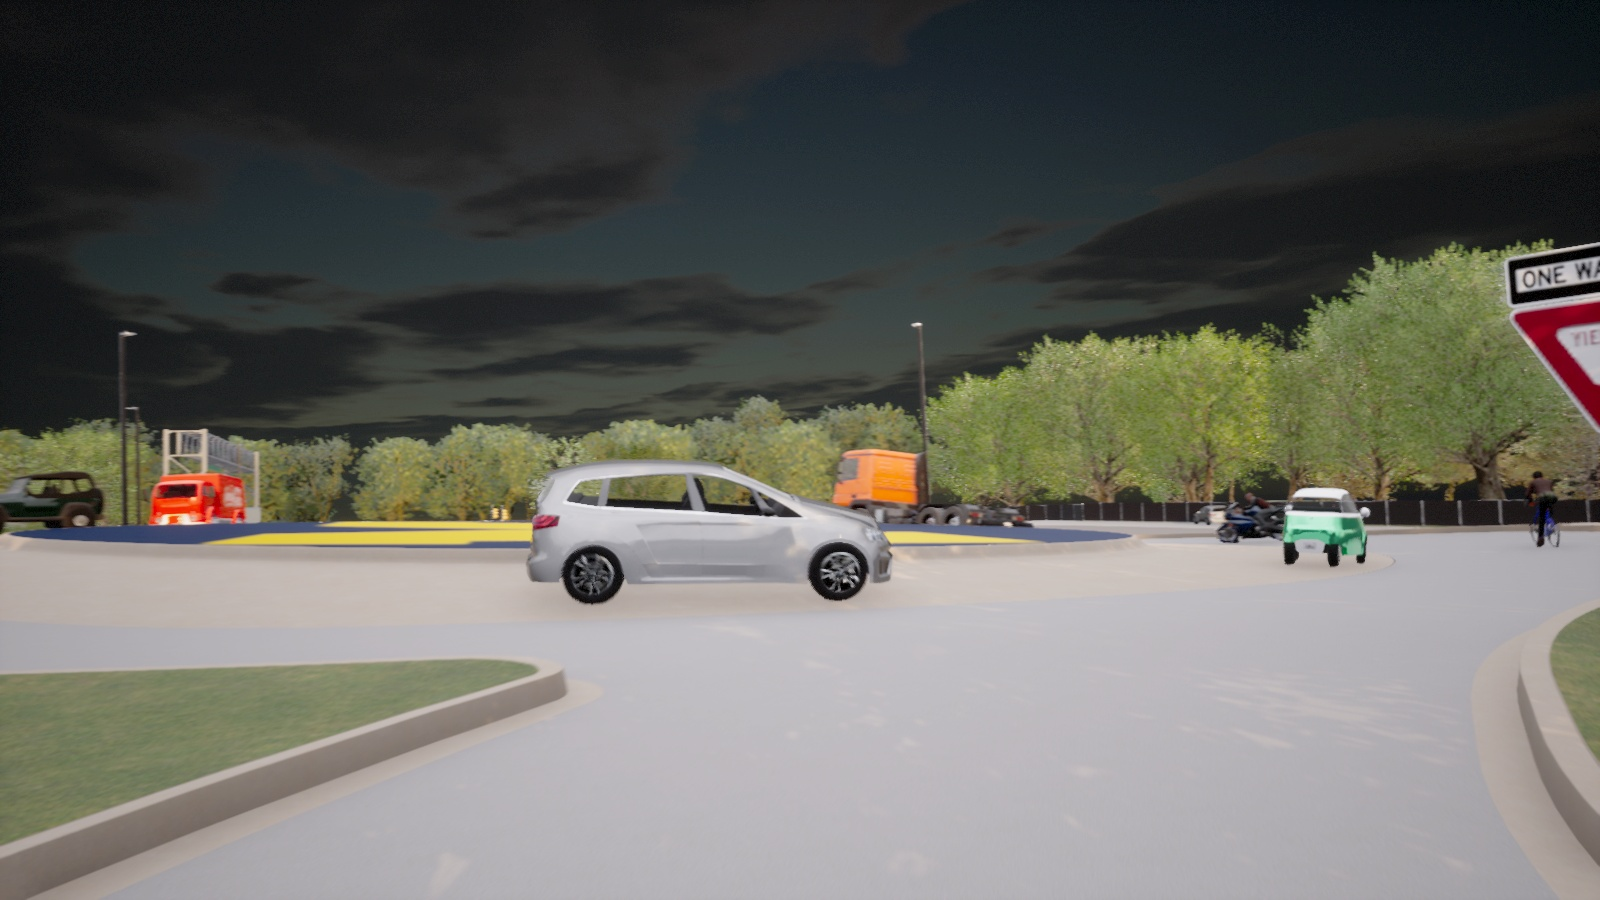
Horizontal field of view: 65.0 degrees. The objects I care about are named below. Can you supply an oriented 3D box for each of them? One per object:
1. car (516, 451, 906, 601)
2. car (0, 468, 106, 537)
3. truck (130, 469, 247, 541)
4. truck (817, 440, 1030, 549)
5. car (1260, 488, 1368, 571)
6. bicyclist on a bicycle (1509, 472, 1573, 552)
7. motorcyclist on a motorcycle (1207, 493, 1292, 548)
[{"bbox_3d":[-1.157,0.905,16.017,4.611,1.667,2.242,0,2,-7],"label":"car"},{"bbox_3d":[-22.485,1.535,36.242,1.905,1.878,3.866,-5,-5,41],"label":"car"},{"bbox_3d":[-23.368,2.173,48.240,2.627,2.467,5.204,-2,-4,-10],"label":"truck"},{"bbox_3d":[4.315,1.650,45.611,2.891,3.462,7.936,7,-6,-37],"label":"truck"},{"bbox_3d":[9.413,1.403,22.932,1.481,1.376,2.207,1,-1,31],"label":"car"},{"bbox_3d":[15.731,1.309,26.702,0.582,1.620,1.656,-4,-3,13],"label":"bicyclist on a bicycle"},{"bbox_3d":[13.375,2.096,37.406,2.191,1.530,0.866,-4,-4,29],"label":"motorcyclist on a motorcycle"}]
